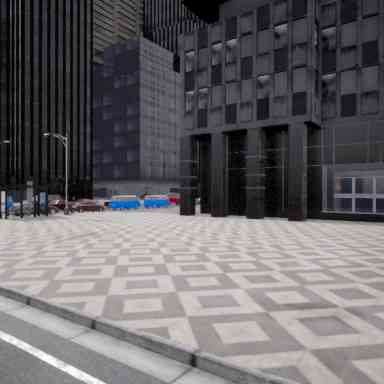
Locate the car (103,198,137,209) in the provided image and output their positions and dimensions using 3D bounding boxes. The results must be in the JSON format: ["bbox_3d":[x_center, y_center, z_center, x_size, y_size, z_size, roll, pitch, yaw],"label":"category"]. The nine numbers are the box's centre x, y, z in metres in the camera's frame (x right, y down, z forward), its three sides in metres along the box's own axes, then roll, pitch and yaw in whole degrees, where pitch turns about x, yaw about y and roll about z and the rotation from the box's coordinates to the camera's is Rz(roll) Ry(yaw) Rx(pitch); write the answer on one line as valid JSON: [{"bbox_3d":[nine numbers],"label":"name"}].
[{"bbox_3d":[-10.174,1.572,47.239,1.895,1.301,4.718,0,0,36],"label":"car"}]

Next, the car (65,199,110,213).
[{"bbox_3d":[-11.300,1.575,35.561,1.802,1.307,4.206,0,0,35],"label":"car"}]

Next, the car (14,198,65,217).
[{"bbox_3d":[-14.594,1.548,30.937,2.008,1.369,4.403,0,0,35],"label":"car"}]

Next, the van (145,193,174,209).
[{"bbox_3d":[-4.713,1.329,44.810,1.690,1.788,3.998,0,0,35],"label":"van"}]

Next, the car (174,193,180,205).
[{"bbox_3d":[-4.102,1.191,55.684,2.150,2.045,5.566,0,0,36],"label":"car"}]

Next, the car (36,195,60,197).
[{"bbox_3d":[-18.244,1.284,40.505,2.192,1.841,5.009,0,0,35],"label":"car"}]

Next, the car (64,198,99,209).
[{"bbox_3d":[-14.951,1.548,45.130,1.802,1.307,4.206,0,0,35],"label":"car"}]

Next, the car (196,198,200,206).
[{"bbox_3d":[1.874,1.568,54.059,1.802,1.307,4.206,0,0,35],"label":"car"}]

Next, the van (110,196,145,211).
[{"bbox_3d":[-8.006,1.331,40.186,1.690,1.788,3.998,0,0,35],"label":"van"}]
